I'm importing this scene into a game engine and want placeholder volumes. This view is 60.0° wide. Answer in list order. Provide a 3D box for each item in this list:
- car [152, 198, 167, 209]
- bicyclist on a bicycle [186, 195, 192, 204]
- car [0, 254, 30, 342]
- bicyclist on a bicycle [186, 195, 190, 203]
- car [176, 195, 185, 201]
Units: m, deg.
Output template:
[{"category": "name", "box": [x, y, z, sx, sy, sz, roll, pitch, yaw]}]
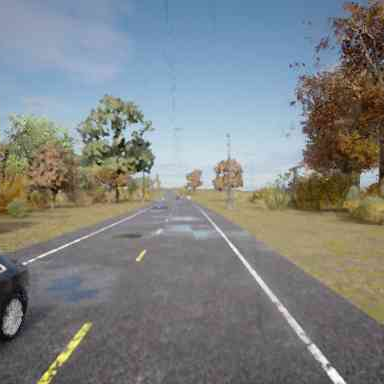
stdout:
[{"category": "car", "box": [-4.360, 1.597, 45.650, 2.033, 1.411, 5.357, 0, 0, -2]}, {"category": "bicyclist on a bicycle", "box": [-0.460, 1.501, 62.397, 0.866, 1.612, 1.509, 0, 0, -3]}, {"category": "car", "box": [-3.616, 1.510, 3.669, 1.837, 1.490, 4.892, 0, 0, 0]}, {"category": "bicyclist on a bicycle", "box": [-0.910, 1.509, 71.415, 0.866, 1.612, 1.509, 0, 0, -3]}, {"category": "car", "box": [-2.829, 1.599, 87.998, 2.128, 1.511, 4.902, 0, 0, -4]}]
